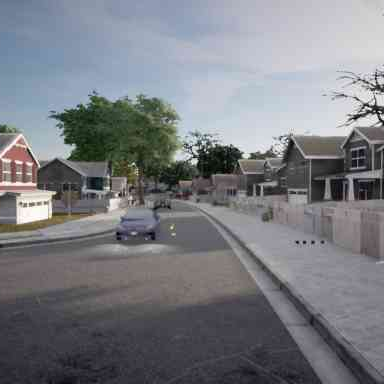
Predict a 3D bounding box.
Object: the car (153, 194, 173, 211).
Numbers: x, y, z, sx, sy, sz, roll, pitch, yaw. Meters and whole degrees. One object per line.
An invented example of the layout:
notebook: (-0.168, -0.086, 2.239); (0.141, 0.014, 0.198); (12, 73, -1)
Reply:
car: (-3.750, 1.303, 42.989); (2.150, 2.045, 5.566); (0, 0, -4)

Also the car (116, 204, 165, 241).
car: (-2.586, 1.546, 16.933); (1.812, 1.442, 4.674); (0, 0, -1)
